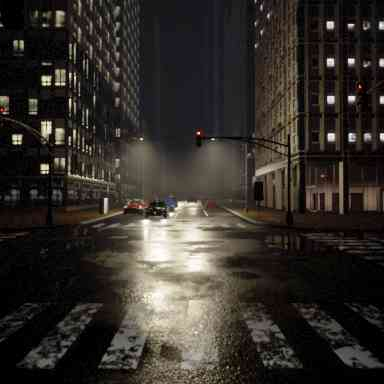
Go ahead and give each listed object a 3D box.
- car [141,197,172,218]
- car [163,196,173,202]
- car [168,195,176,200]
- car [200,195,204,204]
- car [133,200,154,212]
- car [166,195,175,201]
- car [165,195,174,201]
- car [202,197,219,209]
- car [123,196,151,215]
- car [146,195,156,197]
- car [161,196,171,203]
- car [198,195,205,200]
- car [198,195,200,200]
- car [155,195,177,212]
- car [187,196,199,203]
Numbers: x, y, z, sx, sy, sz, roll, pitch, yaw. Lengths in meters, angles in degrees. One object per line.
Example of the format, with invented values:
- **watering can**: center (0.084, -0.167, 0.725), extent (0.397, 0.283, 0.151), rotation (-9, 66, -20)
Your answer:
- **car**: center (-3.114, 1.526, 30.297), extent (1.837, 1.490, 4.892), rotation (0, 0, 0)
- **car**: center (-5.717, 1.608, 78.315), extent (2.008, 1.369, 4.403), rotation (1, 0, 0)
- **car**: center (-5.726, 1.637, 95.041), extent (1.947, 1.339, 4.313), rotation (1, 0, 0)
- **car**: center (2.676, 1.566, 56.257), extent (1.752, 1.417, 4.829), rotation (1, 0, 0)
- **car**: center (-5.697, 1.610, 39.289), extent (1.802, 1.307, 4.206), rotation (1, 0, 0)
- **car**: center (-5.723, 1.617, 89.466), extent (2.008, 1.369, 4.403), rotation (1, 0, 0)
- **car**: center (-5.720, 1.607, 83.891), extent (1.887, 1.381, 4.507), rotation (1, 0, 0)
- **car**: center (2.680, 1.615, 44.931), extent (1.802, 1.307, 4.206), rotation (1, 0, 0)
- **car**: center (-5.691, 1.464, 33.714), extent (1.967, 1.590, 4.097), rotation (1, 0, 0)
- **car**: center (-5.695, 1.348, 44.865), extent (2.192, 1.841, 5.009), rotation (1, 0, 0)
- **car**: center (-5.714, 1.598, 72.740), extent (1.887, 1.381, 4.507), rotation (1, 0, 0)
- **car**: center (2.655, 1.616, 95.127), extent (1.887, 1.381, 4.507), rotation (1, 0, 0)
- **car**: center (2.672, 1.611, 61.664), extent (1.947, 1.339, 4.313), rotation (1, 0, 0)
- **car**: center (-3.118, 1.506, 39.803), extent (1.882, 1.535, 5.008), rotation (0, 0, 0)
- **car**: center (0.040, 1.613, 70.989), extent (1.994, 1.385, 4.181), rotation (0, 0, 0)
